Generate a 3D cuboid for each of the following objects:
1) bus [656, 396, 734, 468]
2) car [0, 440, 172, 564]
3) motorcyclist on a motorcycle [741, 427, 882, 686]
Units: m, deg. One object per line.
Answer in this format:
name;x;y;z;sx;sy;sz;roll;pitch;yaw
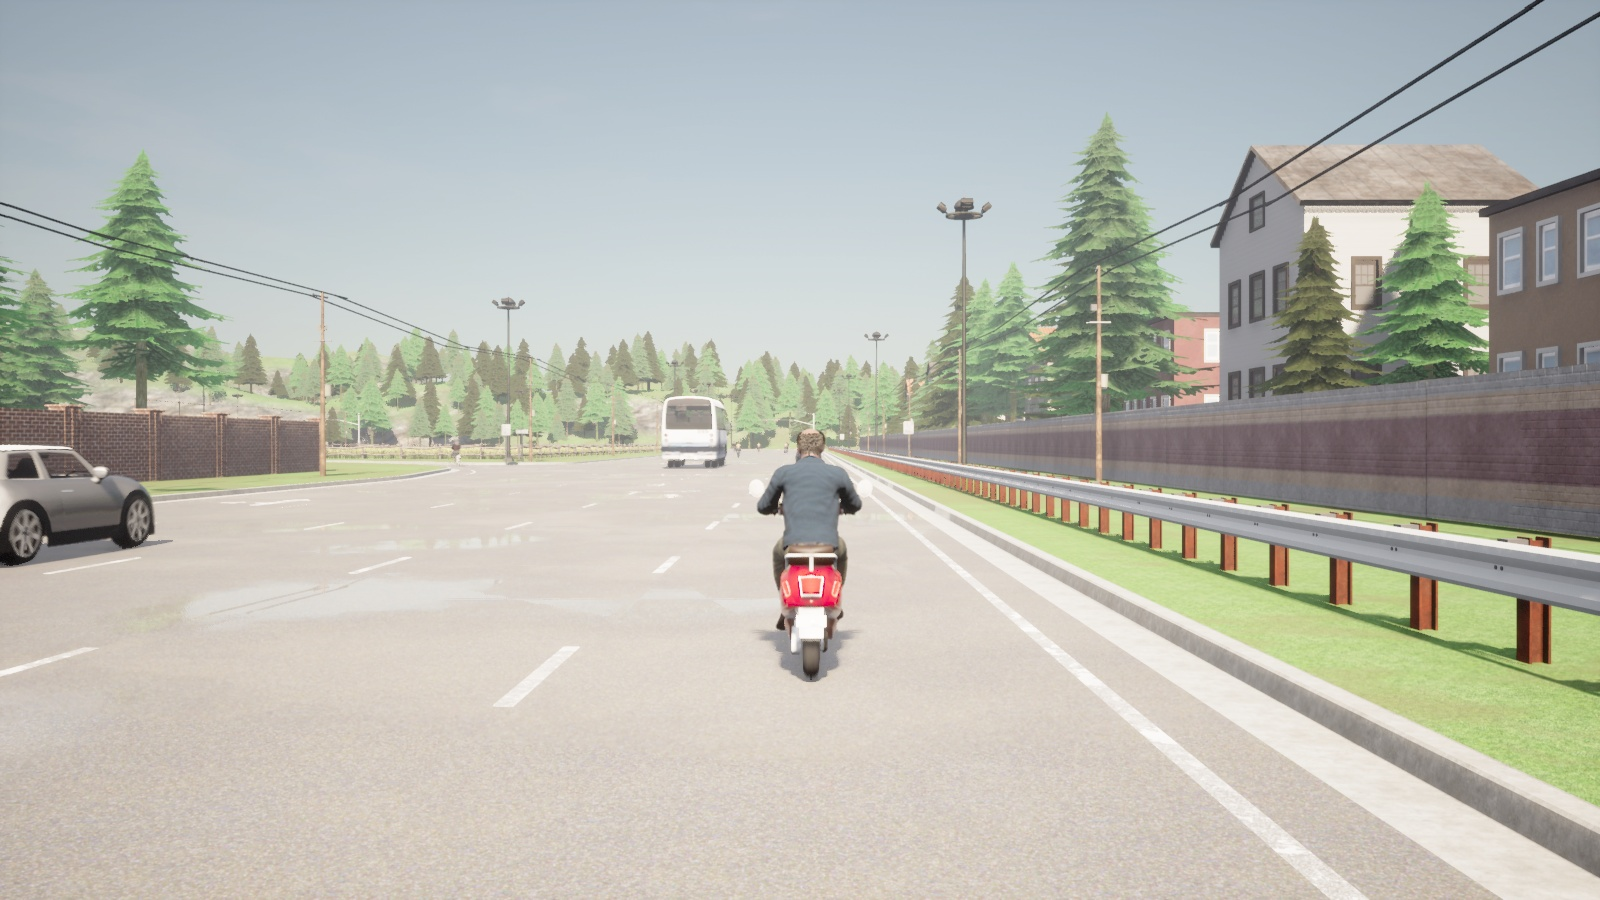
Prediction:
bus;-6.451;-1.082;78.983;3.944;4.253;10.273;0;0;0
car;-10.371;0.608;16.843;1.970;1.475;3.806;0;0;0
motorcyclist on a motorcycle;0.074;0.651;8.625;0.866;1.590;1.817;0;0;0
